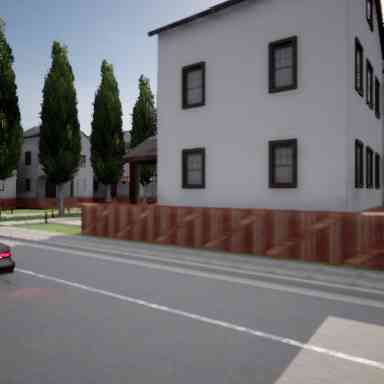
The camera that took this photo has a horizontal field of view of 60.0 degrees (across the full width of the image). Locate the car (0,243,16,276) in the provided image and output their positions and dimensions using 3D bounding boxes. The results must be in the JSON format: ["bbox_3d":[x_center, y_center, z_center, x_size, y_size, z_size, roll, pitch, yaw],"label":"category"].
[{"bbox_3d":[-6.810,1.556,8.856,5.357,1.411,2.033,0,0,36],"label":"car"}]
